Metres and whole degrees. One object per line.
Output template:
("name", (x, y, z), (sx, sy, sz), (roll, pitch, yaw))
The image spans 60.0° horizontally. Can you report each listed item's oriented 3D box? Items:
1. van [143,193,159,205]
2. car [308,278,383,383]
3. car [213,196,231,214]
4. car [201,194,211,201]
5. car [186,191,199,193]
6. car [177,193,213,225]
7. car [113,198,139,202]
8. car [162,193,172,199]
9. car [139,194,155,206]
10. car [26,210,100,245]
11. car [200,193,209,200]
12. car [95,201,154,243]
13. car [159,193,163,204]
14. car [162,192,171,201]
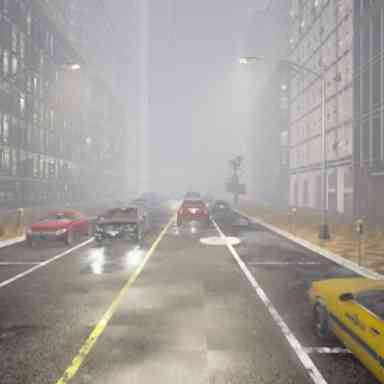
("van", (-5.698, 1.035, 43.214), (1.690, 1.788, 3.998), (0, 0, 0))
("car", (2.693, 1.501, 3.530), (1.752, 1.417, 4.829), (0, 0, 0))
("car", (2.685, 1.343, 31.821), (1.947, 1.339, 4.313), (0, 0, 0))
("car", (2.675, 1.107, 65.972), (1.802, 1.307, 4.206), (0, 0, 0))
("car", (0.092, 0.941, 40.146), (2.150, 2.045, 5.566), (0, 1, 0))
("car", (0.095, 1.196, 22.577), (2.097, 1.767, 4.553), (0, 1, 0))
("car", (-5.694, 1.368, 26.139), (2.008, 1.369, 4.403), (0, 0, 0))
("car", (-5.708, 1.003, 77.368), (1.947, 1.339, 4.313), (0, 0, 0))
("car", (-5.697, 1.280, 37.523), (1.887, 1.381, 4.507), (0, 0, 0))
("car", (-5.690, 1.479, 14.754), (1.802, 1.307, 4.206), (0, 0, 0))
("car", (2.674, 1.006, 71.833), (1.752, 1.417, 4.829), (0, 0, 0))
("car", (-3.102, 1.396, 15.543), (1.837, 1.490, 4.892), (0, 0, 0))
("car", (-5.700, 1.234, 48.908), (1.802, 1.307, 4.206), (0, 0, 0))
("car", (-5.704, 0.964, 65.982), (1.967, 1.590, 4.097), (0, 0, 0))
